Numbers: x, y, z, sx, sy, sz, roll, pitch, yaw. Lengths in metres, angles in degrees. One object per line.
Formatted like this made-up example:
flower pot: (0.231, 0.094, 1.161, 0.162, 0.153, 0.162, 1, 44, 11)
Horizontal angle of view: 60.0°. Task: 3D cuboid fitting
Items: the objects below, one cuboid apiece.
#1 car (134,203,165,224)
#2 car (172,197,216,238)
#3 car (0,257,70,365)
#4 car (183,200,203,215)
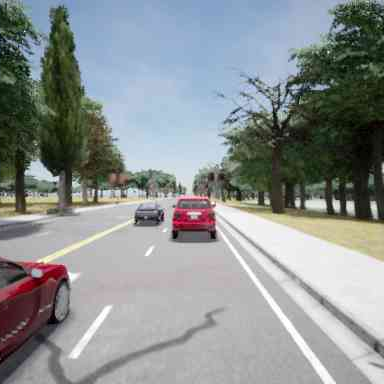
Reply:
car: (-3.147, 1.565, 25.178, 2.128, 1.511, 4.902, 0, 0, 0)
car: (0.102, 1.265, 17.987, 2.150, 2.045, 5.566, 0, 0, 0)
car: (-3.149, 1.479, 4.093, 1.882, 1.535, 5.008, 0, 0, 0)
car: (0.103, 1.674, 36.731, 2.033, 1.411, 5.357, 0, 0, 0)
